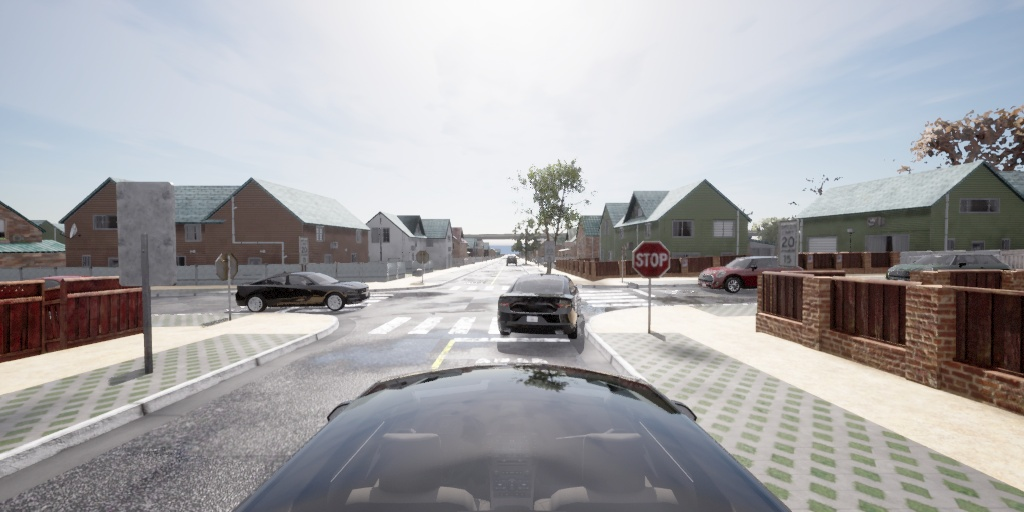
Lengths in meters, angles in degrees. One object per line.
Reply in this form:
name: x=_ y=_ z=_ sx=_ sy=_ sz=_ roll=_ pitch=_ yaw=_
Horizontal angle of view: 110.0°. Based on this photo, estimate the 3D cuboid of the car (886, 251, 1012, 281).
car: x=21.691 y=0.646 z=17.926 sx=4.553 sy=1.767 sz=2.097 roll=-1 pitch=2 yaw=0

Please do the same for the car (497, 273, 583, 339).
car: x=0.953 y=1.224 z=10.232 sx=1.882 sy=1.535 sz=5.008 roll=0 pitch=0 yaw=12

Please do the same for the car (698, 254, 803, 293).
car: x=11.796 y=0.820 z=17.848 sx=4.553 sy=1.767 sz=2.097 roll=-1 pitch=2 yaw=0

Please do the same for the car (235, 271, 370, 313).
car: x=-8.477 y=1.377 z=14.752 sx=5.008 sy=1.535 sz=1.882 roll=-1 pitch=2 yaw=0

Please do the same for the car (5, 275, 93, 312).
car: x=-18.029 y=1.547 z=14.683 sx=5.008 sy=1.535 sz=1.882 roll=-1 pitch=2 yaw=0
